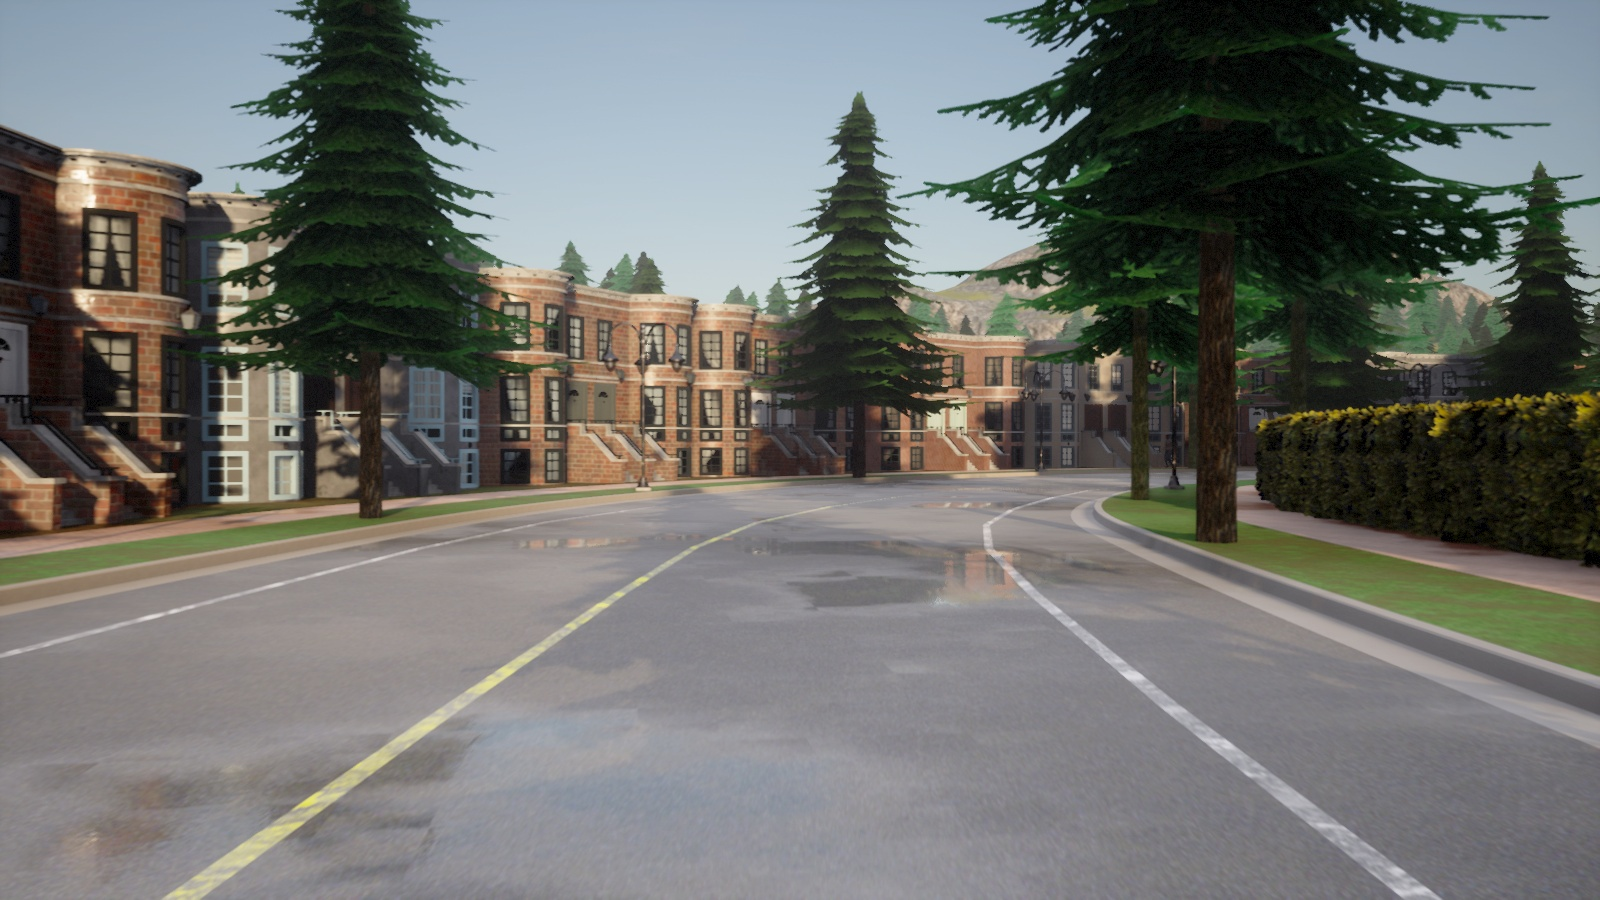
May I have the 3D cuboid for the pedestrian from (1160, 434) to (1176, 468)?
[{"bbox_3d":[19.279,0.052,65.817,0.869,1.805,0.328,0,0,-32],"label":"pedestrian"}]
